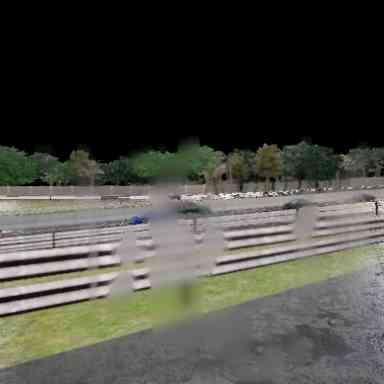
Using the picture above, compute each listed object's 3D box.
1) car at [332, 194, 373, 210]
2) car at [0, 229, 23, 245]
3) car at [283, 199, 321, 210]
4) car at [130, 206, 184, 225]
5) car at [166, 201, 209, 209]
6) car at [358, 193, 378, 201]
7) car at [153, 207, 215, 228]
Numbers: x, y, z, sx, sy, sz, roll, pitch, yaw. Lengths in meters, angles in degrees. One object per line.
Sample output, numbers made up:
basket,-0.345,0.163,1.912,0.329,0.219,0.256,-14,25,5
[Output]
car,18.732,1.450,39.612,4.674,1.442,1.812,-3,2,-23
car,-15.197,3.323,24.953,4.553,1.767,2.097,-4,2,-23
car,13.684,1.603,41.243,5.008,1.535,1.882,-3,2,-23
car,-3.722,2.661,33.723,5.008,1.535,1.882,-4,2,-23
car,-0.506,2.092,38.923,5.566,2.045,2.150,-4,2,-23
car,26.036,0.854,50.391,4.181,1.385,1.994,-3,2,-23
car,-0.502,2.634,31.302,5.357,1.411,2.033,-4,2,-23
